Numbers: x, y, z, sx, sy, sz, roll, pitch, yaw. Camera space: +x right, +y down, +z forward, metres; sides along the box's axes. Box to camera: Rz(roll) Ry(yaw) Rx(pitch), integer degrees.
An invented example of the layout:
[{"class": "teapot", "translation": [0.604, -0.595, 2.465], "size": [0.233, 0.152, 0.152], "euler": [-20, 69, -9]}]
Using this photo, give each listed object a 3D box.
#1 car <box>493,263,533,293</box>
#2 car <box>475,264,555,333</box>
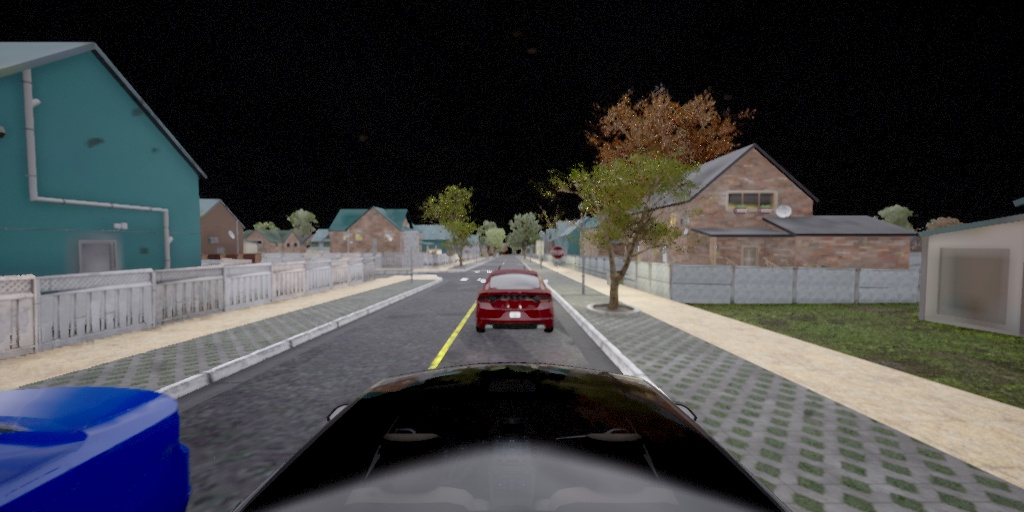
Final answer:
[{"class": "car", "translation": [-0.020, 1.086, 19.560], "size": [1.895, 1.301, 4.718], "euler": [0, 1, -1]}, {"class": "car", "translation": [0.071, 1.099, 10.303], "size": [1.882, 1.535, 5.008], "euler": [0, 1, 0]}]
